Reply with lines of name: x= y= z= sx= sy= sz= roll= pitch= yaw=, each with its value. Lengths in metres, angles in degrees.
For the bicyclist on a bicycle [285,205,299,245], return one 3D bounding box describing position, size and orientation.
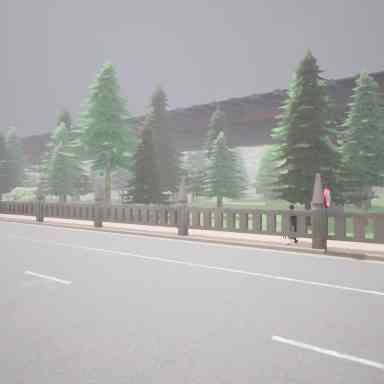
bicyclist on a bicycle: x=4.114 y=1.344 z=13.594 sx=0.582 sy=1.620 sz=1.656 roll=0 pitch=-3 yaw=35
